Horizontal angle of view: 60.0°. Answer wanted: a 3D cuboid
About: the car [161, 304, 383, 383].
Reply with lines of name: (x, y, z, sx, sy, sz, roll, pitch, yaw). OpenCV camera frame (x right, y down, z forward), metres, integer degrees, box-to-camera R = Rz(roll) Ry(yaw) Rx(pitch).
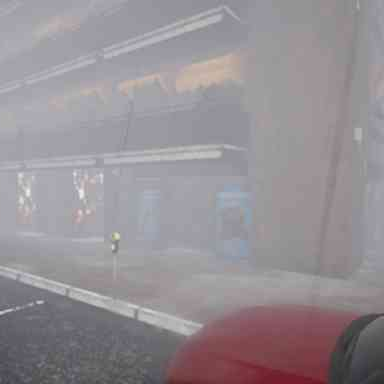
car: (2.037, 1.326, 1.420, 5.009, 1.841, 2.192, 1, 0, 36)
